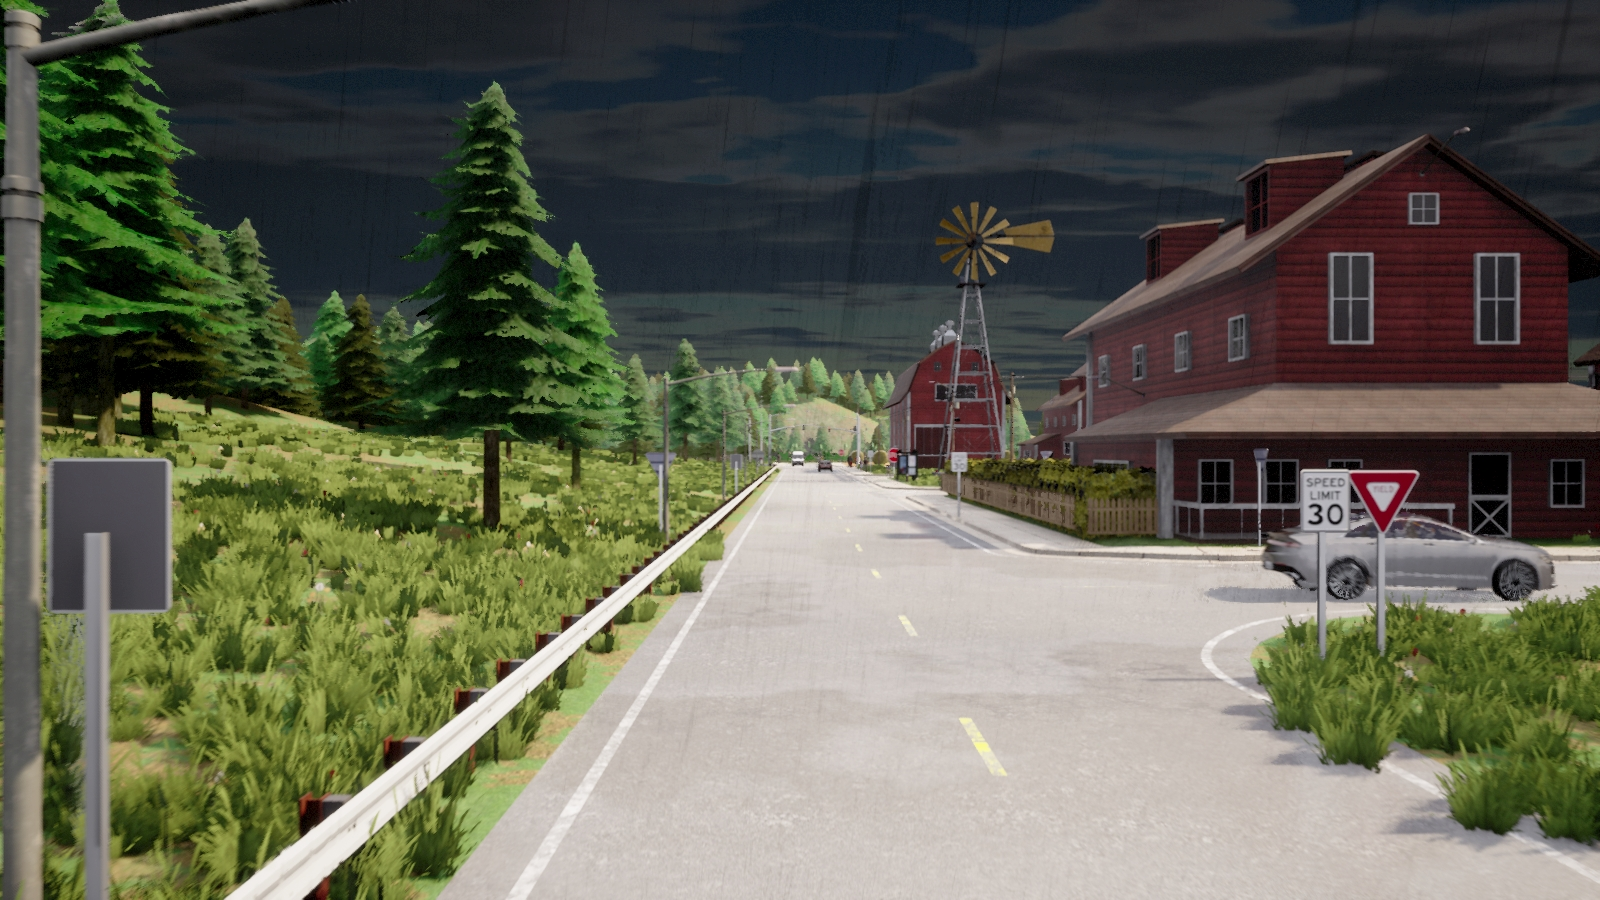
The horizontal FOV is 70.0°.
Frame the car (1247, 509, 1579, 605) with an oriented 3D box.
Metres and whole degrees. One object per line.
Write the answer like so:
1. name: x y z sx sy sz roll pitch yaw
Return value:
1. car: 11.031 1.906 20.871 4.902 1.511 2.128 0 0 3
